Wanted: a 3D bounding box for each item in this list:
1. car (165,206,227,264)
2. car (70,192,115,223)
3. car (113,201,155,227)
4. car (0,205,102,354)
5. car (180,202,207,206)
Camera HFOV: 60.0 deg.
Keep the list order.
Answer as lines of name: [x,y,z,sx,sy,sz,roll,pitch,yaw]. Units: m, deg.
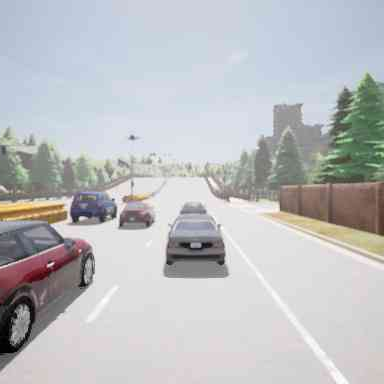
car: [0.099,1.447,11.434,2.033,1.411,5.357,0,1,0]
car: [-6.901,1.012,23.851,2.150,2.045,5.566,0,1,0]
car: [-3.404,1.340,21.066,1.812,1.442,4.674,0,0,-1]
car: [-3.401,1.297,6.195,2.097,1.767,4.553,0,1,0]
car: [0.099,1.362,23.017,1.994,1.385,4.181,0,0,0]
